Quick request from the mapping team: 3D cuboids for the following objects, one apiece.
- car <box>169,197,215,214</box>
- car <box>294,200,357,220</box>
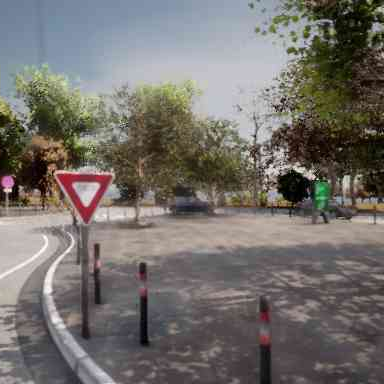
[{"bbox_3d":[0.014,1.230,33.138,4.553,1.767,2.097,-1,0,-5],"label":"car"},{"bbox_3d":[10.172,1.316,25.628,1.837,1.490,4.892,0,-1,-32],"label":"car"}]
